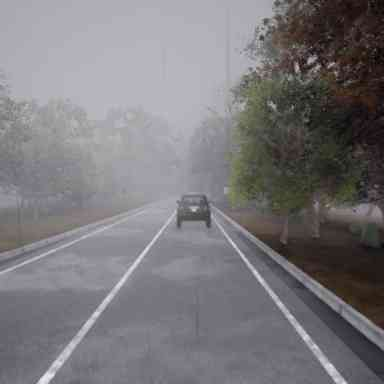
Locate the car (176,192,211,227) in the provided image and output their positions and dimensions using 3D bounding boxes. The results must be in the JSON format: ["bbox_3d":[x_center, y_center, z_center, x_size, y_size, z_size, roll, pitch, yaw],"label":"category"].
[{"bbox_3d":[0.109,1.158,22.615,2.150,2.045,5.566,0,0,0],"label":"car"}]

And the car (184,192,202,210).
[{"bbox_3d":[0.119,1.026,42.088,2.150,2.045,5.566,0,1,0],"label":"car"}]
